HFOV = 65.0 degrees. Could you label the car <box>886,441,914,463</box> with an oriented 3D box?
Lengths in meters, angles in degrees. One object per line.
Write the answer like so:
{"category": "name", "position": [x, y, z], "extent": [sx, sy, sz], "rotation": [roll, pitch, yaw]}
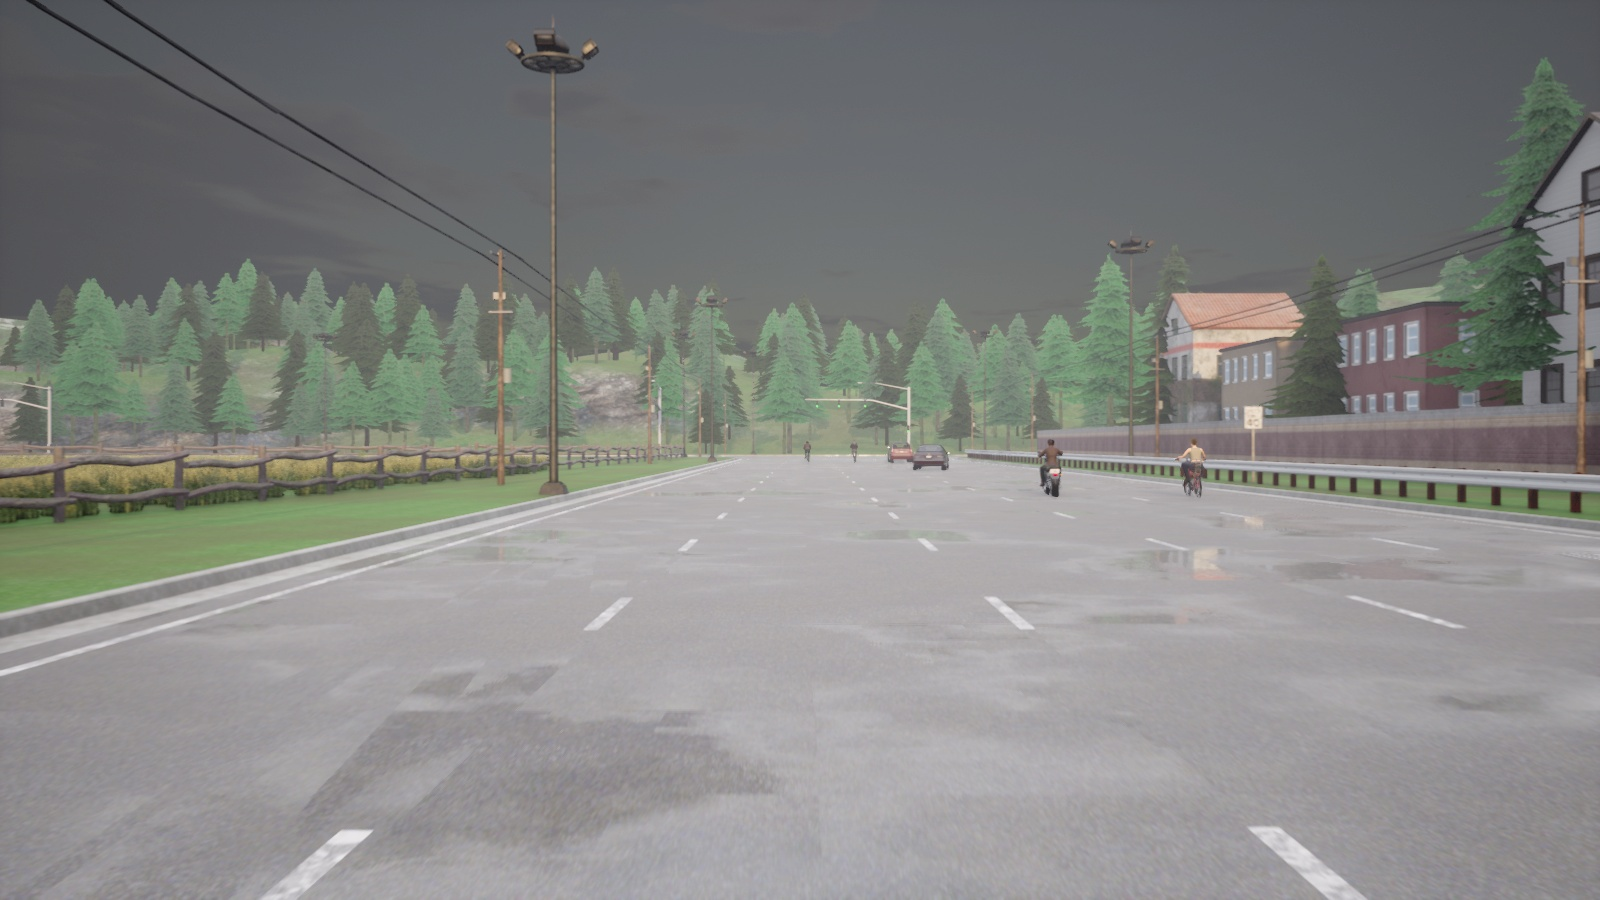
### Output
{"category": "car", "position": [7.558, 0.116, 94.952], "extent": [1.851, 1.617, 3.988], "rotation": [0, 0, 0]}

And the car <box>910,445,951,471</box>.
{"category": "car", "position": [7.273, 0.407, 69.683], "extent": [2.033, 1.411, 5.357], "rotation": [0, 0, 8]}

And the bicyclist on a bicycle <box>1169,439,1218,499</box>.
{"category": "bicyclist on a bicycle", "position": [10.706, 0.499, 34.229], "extent": [0.866, 1.612, 1.509], "rotation": [0, 0, 1]}

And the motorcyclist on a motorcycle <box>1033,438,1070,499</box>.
{"category": "motorcyclist on a motorcycle", "position": [7.115, 0.502, 35.592], "extent": [0.766, 1.649, 2.350], "rotation": [0, 0, 5]}
